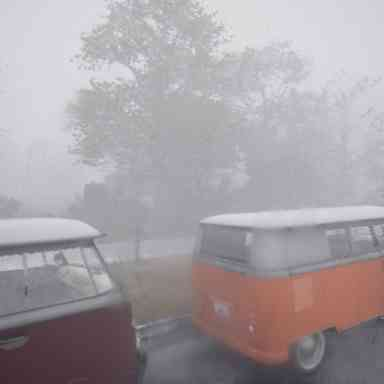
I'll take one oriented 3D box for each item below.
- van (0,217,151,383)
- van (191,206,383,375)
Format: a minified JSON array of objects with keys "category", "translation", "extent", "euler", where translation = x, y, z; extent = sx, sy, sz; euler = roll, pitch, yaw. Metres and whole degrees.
[{"category":"van","translation":[-2.423,1.244,2.402],"extent":[4.442,1.987,1.878],"euler":[-1,-2,-37]},{"category":"van","translation":[2.221,1.263,5.522],"extent":[4.442,1.987,1.878],"euler":[-1,-1,-32]}]
